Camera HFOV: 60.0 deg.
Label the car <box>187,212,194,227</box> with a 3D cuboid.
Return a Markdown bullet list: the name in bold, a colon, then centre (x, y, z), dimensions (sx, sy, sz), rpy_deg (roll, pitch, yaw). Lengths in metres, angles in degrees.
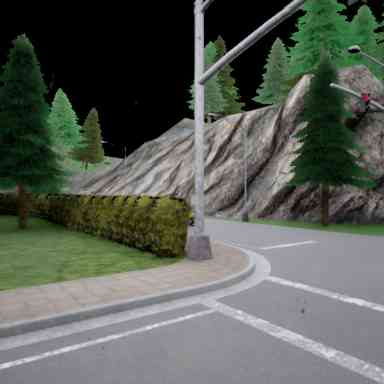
- **car**: centre (-1.602, 1.489, 22.039), dimensions (1.882, 1.535, 5.008), rpy_deg (0, 0, -37)
